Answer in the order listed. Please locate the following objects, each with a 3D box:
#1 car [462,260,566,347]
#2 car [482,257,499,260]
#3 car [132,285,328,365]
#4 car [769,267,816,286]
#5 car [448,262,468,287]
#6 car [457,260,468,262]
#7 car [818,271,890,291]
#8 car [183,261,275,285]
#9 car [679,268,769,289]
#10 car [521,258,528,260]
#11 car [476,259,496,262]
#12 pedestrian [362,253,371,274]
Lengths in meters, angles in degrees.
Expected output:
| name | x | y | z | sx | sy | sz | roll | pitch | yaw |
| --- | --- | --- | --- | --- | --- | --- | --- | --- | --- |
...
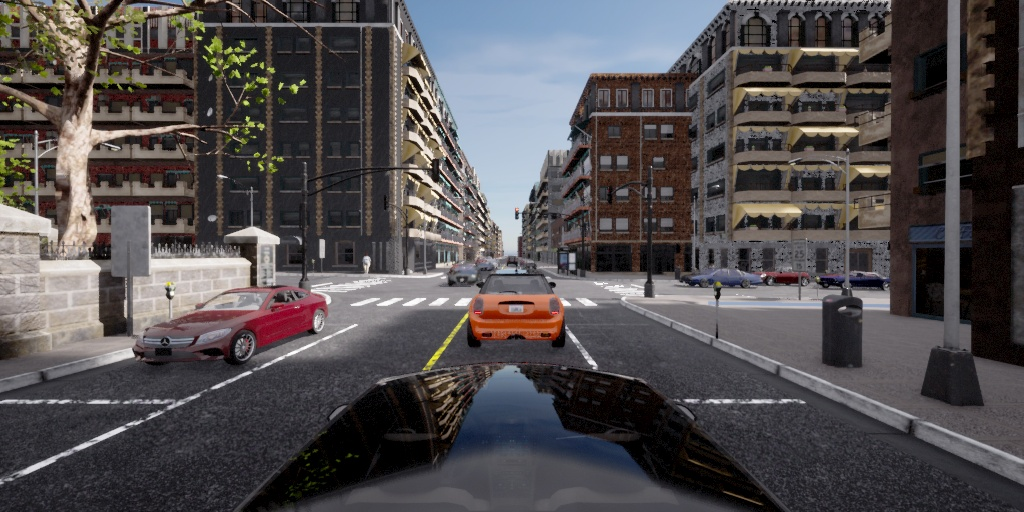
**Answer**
| name | x | y | z | sx | sy | sz | roll | pitch | yaw |
| --- | --- | --- | --- | --- | --- | --- | --- | --- | --- |
| car | 0.118 | 1.101 | 9.463 | 2.097 | 1.767 | 4.553 | 0 | 0 | 1 |
| car | -3.151 | 1.273 | 54.855 | 1.812 | 1.442 | 4.674 | 0 | 0 | 0 |
| car | -5.696 | 1.331 | 7.953 | 1.802 | 1.307 | 4.207 | 0 | 0 | 0 |
| car | 21.348 | 1.571 | 28.834 | 4.097 | 1.591 | 1.967 | 0 | 0 | -1 |
| car | -3.129 | 1.312 | 24.531 | 1.994 | 1.385 | 4.181 | 0 | 0 | 0 |
| car | -5.735 | 1.187 | 40.364 | 1.967 | 1.591 | 4.097 | 0 | 0 | 0 |
| car | 25.253 | 1.815 | 26.321 | 4.718 | 1.301 | 1.895 | 1 | 0 | -1 |
| car | -17.673 | 1.034 | 22.550 | 4.181 | 1.385 | 1.994 | 1 | 0 | -1 |
| car | 15.220 | 1.584 | 26.190 | 5.357 | 1.411 | 2.033 | 1 | 0 | -1 |
| car | 2.631 | 1.298 | 51.646 | 2.007 | 1.370 | 4.403 | 0 | 0 | 0 |
| car | -3.146 | 1.312 | 42.521 | 1.994 | 1.385 | 4.181 | 0 | 0 | 0 |
| pedestrian | -12.748 | 0.651 | 31.348 | 0.375 | 1.860 | 0.375 | 0 | -1 | -1 |
